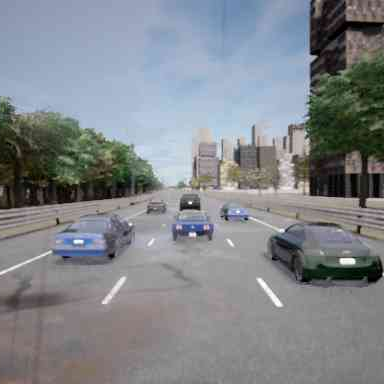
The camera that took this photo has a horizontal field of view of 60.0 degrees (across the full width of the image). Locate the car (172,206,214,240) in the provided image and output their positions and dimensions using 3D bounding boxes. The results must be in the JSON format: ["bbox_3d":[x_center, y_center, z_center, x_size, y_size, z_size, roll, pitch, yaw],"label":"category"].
[{"bbox_3d":[0.013,1.593,16.936,1.895,1.301,4.718,0,0,-1],"label":"car"}]

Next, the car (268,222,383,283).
[{"bbox_3d":[3.566,1.560,9.653,1.994,1.385,4.181,0,0,0],"label":"car"}]

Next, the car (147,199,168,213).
[{"bbox_3d":[-3.718,1.461,35.829,2.128,1.511,4.902,0,0,-1],"label":"car"}]

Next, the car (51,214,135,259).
[{"bbox_3d":[-3.447,1.544,12.581,2.033,1.411,5.357,0,0,0],"label":"car"}]

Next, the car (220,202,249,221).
[{"bbox_3d":[3.411,1.529,27.330,2.033,1.411,5.357,0,0,-1],"label":"car"}]

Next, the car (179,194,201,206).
[{"bbox_3d":[-0.207,1.191,35.343,2.150,2.045,5.566,0,0,-1],"label":"car"}]
